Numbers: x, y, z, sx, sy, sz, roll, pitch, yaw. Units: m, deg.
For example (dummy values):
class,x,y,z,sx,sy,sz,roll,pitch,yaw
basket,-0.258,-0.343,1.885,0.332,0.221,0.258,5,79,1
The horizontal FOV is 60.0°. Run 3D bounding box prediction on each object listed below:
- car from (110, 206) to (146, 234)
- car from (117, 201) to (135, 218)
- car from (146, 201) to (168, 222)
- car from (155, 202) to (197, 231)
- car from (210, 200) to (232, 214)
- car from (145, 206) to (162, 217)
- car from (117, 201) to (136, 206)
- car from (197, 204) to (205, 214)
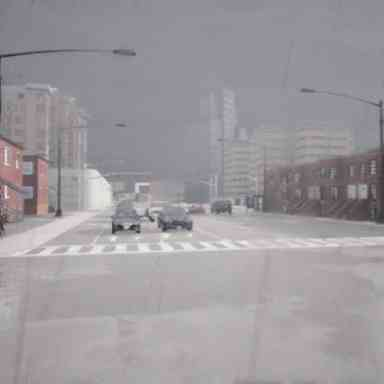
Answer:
class,x,y,z,sx,sy,sz,roll,pitch,yaw
car,-4.561,2.006,23.216,2.128,1.511,4.902,0,-1,-11
car,-8.648,2.186,43.760,2.150,2.045,5.566,0,-1,-11
car,-3.182,1.963,34.148,2.150,2.045,5.566,0,-1,-11
car,-1.292,1.889,24.718,2.097,1.767,4.553,0,-1,-11
car,4.409,2.288,50.215,2.150,2.045,5.566,0,-1,-11
car,-5.144,2.562,44.066,1.895,1.301,4.718,0,-1,-11
car,-6.578,2.087,33.293,2.097,1.767,4.553,0,-1,-11
car,0.739,2.612,50.745,1.812,1.442,4.674,0,-1,-11
